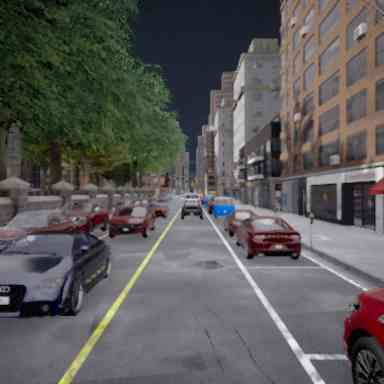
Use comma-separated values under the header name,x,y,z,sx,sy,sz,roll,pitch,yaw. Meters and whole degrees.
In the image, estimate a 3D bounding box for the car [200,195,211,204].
name,x,y,z,sx,sy,sz,roll,pitch,yaw
car,2.651,1.448,66.517,1.967,1.590,4.097,0,0,0

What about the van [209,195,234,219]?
name,x,y,z,sx,sy,sz,roll,pitch,yaw
van,2.662,1.346,28.659,1.690,1.788,3.998,0,0,0

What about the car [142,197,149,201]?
name,x,y,z,sx,sy,sz,roll,pitch,yaw
car,-5.866,1.550,34.077,1.887,1.381,4.507,0,0,0

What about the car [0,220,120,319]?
name,x,y,z,sx,sy,sz,roll,pitch,yaw
car,-3.106,1.565,7.356,1.994,1.385,4.181,0,0,-1

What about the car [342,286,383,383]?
name,x,y,z,sx,sy,sz,roll,pitch,yaw
car,2.669,1.315,1.618,2.192,1.841,5.009,0,0,0

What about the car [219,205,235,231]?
name,x,y,z,sx,sy,sz,roll,pitch,yaw
car,2.664,1.585,17.843,1.802,1.307,4.206,0,0,0

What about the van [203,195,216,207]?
name,x,y,z,sx,sy,sz,roll,pitch,yaw
van,2.656,1.349,50.292,1.690,1.788,3.998,0,0,0

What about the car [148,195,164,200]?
name,x,y,z,sx,sy,sz,roll,pitch,yaw
car,-5.870,1.323,50.298,2.192,1.841,5.009,0,0,0

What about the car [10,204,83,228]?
name,x,y,z,sx,sy,sz,roll,pitch,yaw
car,-5.860,1.442,12.447,1.967,1.590,4.097,0,0,0

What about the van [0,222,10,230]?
name,x,y,z,sx,sy,sz,roll,pitch,yaw
van,-5.858,1.342,7.039,1.690,1.788,3.998,0,0,0

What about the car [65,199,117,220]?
name,x,y,z,sx,sy,sz,roll,pitch,yaw
car,-5.861,1.318,17.855,2.192,1.841,5.009,0,0,0

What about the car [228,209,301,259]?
name,x,y,z,sx,sy,sz,roll,pitch,yaw
car,2.666,1.547,12.434,1.887,1.381,4.507,0,0,0

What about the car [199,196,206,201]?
name,x,y,z,sx,sy,sz,roll,pitch,yaw
car,2.648,1.590,82.808,1.802,1.307,4.206,0,0,2

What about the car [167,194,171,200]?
name,x,y,z,sx,sy,sz,roll,pitch,yaw
car,-5.875,1.559,66.521,2.008,1.369,4.403,0,0,0

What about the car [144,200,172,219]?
name,x,y,z,sx,sy,sz,roll,pitch,yaw
car,-3.015,1.606,28.879,1.895,1.301,4.718,0,0,0

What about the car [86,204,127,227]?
name,x,y,z,sx,sy,sz,roll,pitch,yaw
car,-5.863,1.586,23.262,1.802,1.307,4.206,0,0,0

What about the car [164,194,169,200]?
name,x,y,z,sx,sy,sz,roll,pitch,yaw
car,-5.873,1.553,61.113,1.887,1.381,4.507,0,0,0

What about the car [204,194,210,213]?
name,x,y,z,sx,sy,sz,roll,pitch,yaw
car,2.660,1.321,34.067,2.192,1.841,5.009,0,0,0

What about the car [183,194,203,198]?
name,x,y,z,sx,sy,sz,roll,pitch,yaw
car,0.047,1.229,44.113,2.150,2.045,5.566,0,0,0

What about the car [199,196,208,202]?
name,x,y,z,sx,sy,sz,roll,pitch,yaw
car,2.648,1.553,77.334,1.887,1.381,4.507,0,0,0

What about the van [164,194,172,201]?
name,x,y,z,sx,sy,sz,roll,pitch,yaw
van,-5.878,1.349,82.743,1.690,1.788,3.998,0,0,0

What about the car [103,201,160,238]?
name,x,y,z,sx,sy,sz,roll,pitch,yaw
car,-3.092,1.481,18.048,1.882,1.535,5.008,0,0,0

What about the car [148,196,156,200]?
name,x,y,z,sx,sy,sz,roll,pitch,yaw
car,-5.867,1.557,39.484,2.008,1.369,4.403,0,0,0

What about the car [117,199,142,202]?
name,x,y,z,sx,sy,sz,roll,pitch,yaw
car,-5.864,1.445,28.670,1.967,1.590,4.097,0,0,0

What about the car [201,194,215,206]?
name,x,y,z,sx,sy,sz,roll,pitch,yaw
car,2.654,1.323,55.701,2.192,1.841,5.009,0,0,0

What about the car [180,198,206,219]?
name,x,y,z,sx,sy,sz,roll,pitch,yaw
car,0.006,1.511,28.779,1.837,1.490,4.892,0,0,0
